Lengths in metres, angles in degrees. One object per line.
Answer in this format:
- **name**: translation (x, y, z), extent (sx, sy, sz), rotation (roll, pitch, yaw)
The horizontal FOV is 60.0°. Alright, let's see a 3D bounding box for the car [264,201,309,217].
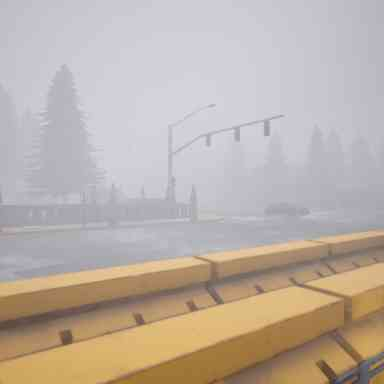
- **car**: translation (8.980, 1.564, 31.718), extent (1.994, 1.385, 4.181), rotation (0, 0, -39)

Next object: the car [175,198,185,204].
- **car**: translation (-2.768, 1.525, 47.722), extent (1.812, 1.442, 4.674), rotation (0, 0, -35)
